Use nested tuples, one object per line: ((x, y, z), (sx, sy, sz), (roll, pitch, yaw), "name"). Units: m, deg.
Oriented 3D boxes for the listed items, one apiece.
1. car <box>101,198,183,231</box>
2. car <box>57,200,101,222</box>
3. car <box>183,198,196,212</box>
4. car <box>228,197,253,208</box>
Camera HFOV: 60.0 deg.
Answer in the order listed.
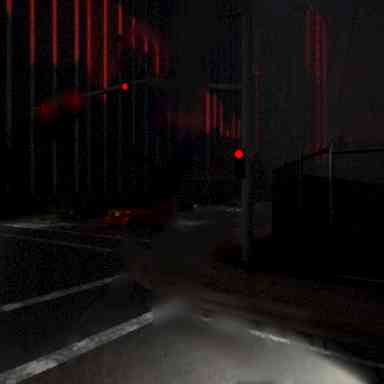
((-2.974, 1.292, 20.559), (2.097, 1.767, 4.553), (0, 0, 36), "car")
((-8.008, 1.416, 25.830), (1.882, 1.535, 5.008), (0, 0, 36), "car")
((-1.468, 1.444, 34.989), (1.837, 1.490, 4.892), (0, 0, 36), "car")
((6.851, 1.416, 46.606), (1.882, 1.535, 5.008), (0, 0, 36), "car")
